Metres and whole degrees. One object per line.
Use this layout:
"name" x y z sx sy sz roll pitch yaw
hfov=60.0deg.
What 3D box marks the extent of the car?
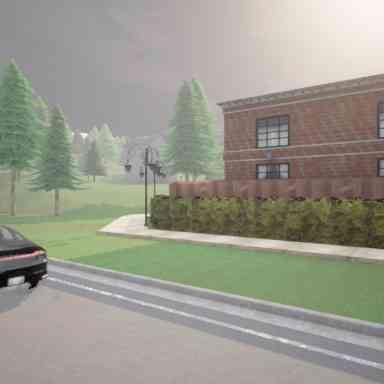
"car" -5.353 1.491 7.810 4.902 1.511 2.128 0 0 36
